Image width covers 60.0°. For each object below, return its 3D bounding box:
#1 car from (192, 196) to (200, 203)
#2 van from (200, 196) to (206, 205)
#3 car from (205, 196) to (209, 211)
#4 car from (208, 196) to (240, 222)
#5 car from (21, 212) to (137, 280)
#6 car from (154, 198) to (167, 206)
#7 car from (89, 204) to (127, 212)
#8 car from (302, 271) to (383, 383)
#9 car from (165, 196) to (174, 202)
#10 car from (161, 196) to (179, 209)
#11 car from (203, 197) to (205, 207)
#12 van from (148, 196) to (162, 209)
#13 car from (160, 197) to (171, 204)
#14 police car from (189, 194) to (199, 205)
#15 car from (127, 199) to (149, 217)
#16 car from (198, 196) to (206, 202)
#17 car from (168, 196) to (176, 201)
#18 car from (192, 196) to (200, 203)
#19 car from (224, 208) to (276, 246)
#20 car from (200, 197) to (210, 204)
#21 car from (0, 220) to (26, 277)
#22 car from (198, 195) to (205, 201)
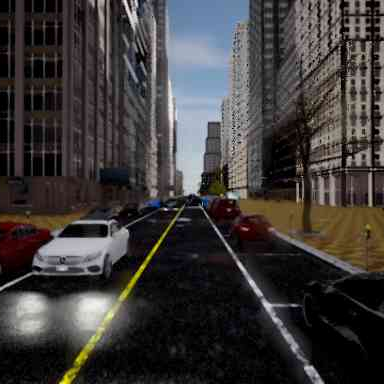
[{"bbox_3d":[0.942,1.792,76.809,1.837,1.490,4.892,0,0,0],"label":"car"},{"bbox_3d":[2.729,1.546,55.173,1.690,1.788,3.998,0,0,0],"label":"van"},{"bbox_3d":[2.716,1.435,32.417,2.192,1.841,5.009,0,0,0],"label":"car"},{"bbox_3d":[2.713,1.414,26.728,2.192,1.841,5.009,0,0,0],"label":"car"},{"bbox_3d":[-3.089,1.563,10.260,1.812,1.442,4.674,0,0,0],"label":"car"},{"bbox_3d":[-5.651,1.790,60.886,1.947,1.339,4.313,1,0,0],"label":"car"},{"bbox_3d":[-5.674,1.642,21.062,1.947,1.339,4.313,1,0,0],"label":"car"},{"bbox_3d":[2.763,1.582,3.973,1.947,1.339,4.313,0,0,0],"label":"car"},{"bbox_3d":[-5.637,1.752,83.644,1.967,1.590,4.097,0,0,0],"label":"car"},{"bbox_3d":[-3.048,1.706,49.287,1.812,1.442,4.674,0,0,0],"label":"car"},{"bbox_3d":[2.721,1.688,43.964,1.752,1.417,4.829,0,0,0],"label":"car"},{"bbox_3d":[-5.655,1.522,49.508,1.690,1.788,3.998,1,0,0],"label":"van"},{"bbox_3d":[-5.644,1.818,72.264,2.008,1.369,4.403,0,0,0],"label":"car"},{"bbox_3d":[0.937,1.674,66.919,1.930,1.638,5.238,0,0,0],"label":"police car"},{"bbox_3d":[-5.667,1.684,32.441,1.947,1.339,4.313,1,0,0],"label":"car"},{"bbox_3d":[2.746,1.887,89.305,2.008,1.369,4.403,0,0,0],"label":"car"},{"bbox_3d":[-5.632,1.907,95.021,2.008,1.369,4.403,0,0,0],"label":"car"},{"bbox_3d":[0.945,1.815,82.810,1.837,1.490,4.892,0,0,0],"label":"car"},{"bbox_3d":[2.704,1.639,15.349,1.802,1.307,4.206,0,0,0],"label":"car"},{"bbox_3d":[2.736,1.820,72.239,2.008,1.369,4.403,0,0,0],"label":"car"},{"bbox_3d":[-5.689,1.579,9.686,1.887,1.381,4.507,1,0,0],"label":"car"},{"bbox_3d":[2.749,1.799,94.994,1.967,1.590,4.097,0,0,0],"label":"car"}]
